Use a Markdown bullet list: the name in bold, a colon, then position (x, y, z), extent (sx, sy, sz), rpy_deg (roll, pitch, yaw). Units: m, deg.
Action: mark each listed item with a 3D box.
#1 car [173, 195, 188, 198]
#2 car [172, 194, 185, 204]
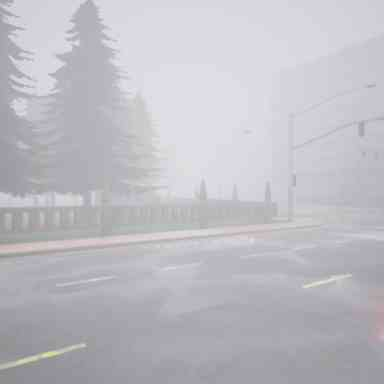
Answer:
- **car**: position (-1.219, 1.481, 49.353), extent (1.882, 1.535, 5.008), rpy_deg (0, 0, -14)
- **car**: position (-2.648, 1.375, 66.258), extent (2.097, 1.767, 4.553), rpy_deg (0, 0, 6)
